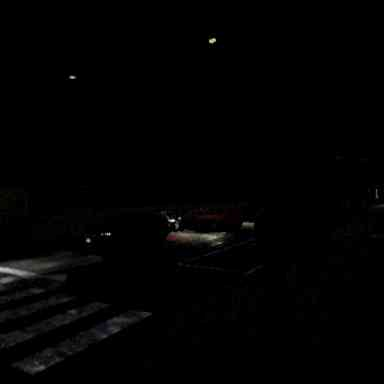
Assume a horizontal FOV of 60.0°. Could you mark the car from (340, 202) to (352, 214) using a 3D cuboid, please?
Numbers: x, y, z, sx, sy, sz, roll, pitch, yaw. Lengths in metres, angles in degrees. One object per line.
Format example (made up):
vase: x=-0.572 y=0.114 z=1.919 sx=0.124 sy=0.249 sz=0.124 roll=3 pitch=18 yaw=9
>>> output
car: x=18.752 y=2.263 z=42.032 sx=1.802 sy=1.307 sz=4.206 roll=-1 pitch=-1 yaw=30

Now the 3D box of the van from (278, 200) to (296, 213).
van: x=14.618 y=2.168 z=50.956 sx=1.690 sy=1.788 sz=3.998 roll=-1 pitch=-1 yaw=30

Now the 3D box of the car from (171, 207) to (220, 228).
car: x=0.401 y=1.920 z=26.175 sx=1.752 sy=1.417 sz=4.829 roll=0 pitch=-1 yaw=30

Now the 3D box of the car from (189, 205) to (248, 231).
car: x=2.041 y=1.836 z=23.936 sx=1.882 sy=1.535 sz=5.008 roll=0 pitch=-1 yaw=30

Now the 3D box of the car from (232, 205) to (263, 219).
car: x=6.139 y=2.113 z=36.174 sx=1.887 sy=1.381 sz=4.507 roll=0 pitch=-1 yaw=30

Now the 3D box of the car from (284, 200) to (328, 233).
car: x=7.447 y=1.653 z=22.333 sx=2.192 sy=1.841 sz=5.009 roll=0 pitch=-1 yaw=30

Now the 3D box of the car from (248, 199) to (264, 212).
car: x=7.333 y=1.740 z=33.150 sx=2.150 sy=2.045 sz=5.566 roll=0 pitch=-1 yaw=30

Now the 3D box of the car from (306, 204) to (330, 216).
car: x=16.230 y=2.237 z=42.725 sx=2.033 sy=1.411 sz=5.357 roll=0 pitch=-1 yaw=30

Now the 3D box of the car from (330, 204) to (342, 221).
car: x=13.099 y=2.091 z=32.180 sx=1.802 sy=1.307 sz=4.206 roll=0 pitch=-1 yaw=30

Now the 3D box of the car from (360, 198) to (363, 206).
car: x=33.835 y=2.613 z=69.149 sx=1.801 sy=1.575 sz=5.366 roll=0 pitch=-1 yaw=30

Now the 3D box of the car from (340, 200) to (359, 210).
car: x=24.405 y=2.420 z=51.885 sx=1.947 sy=1.339 sz=4.313 roll=-1 pitch=-1 yaw=30

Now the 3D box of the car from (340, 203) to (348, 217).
car: x=15.926 y=2.177 z=37.107 sx=1.802 sy=1.307 sz=4.206 roll=-1 pitch=-1 yaw=30

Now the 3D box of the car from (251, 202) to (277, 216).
car: x=8.965 y=2.094 z=41.102 sx=1.967 sy=1.590 sz=4.097 roll=0 pitch=-1 yaw=30

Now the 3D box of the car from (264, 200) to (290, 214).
car: x=11.792 y=2.055 z=46.030 sx=2.192 sy=1.841 sz=5.009 roll=-1 pitch=-1 yaw=30

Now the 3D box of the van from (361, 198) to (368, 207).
van: x=41.364 y=2.710 z=81.445 sx=1.690 sy=1.788 sz=3.998 roll=0 pitch=-1 yaw=30

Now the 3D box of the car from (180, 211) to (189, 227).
car: x=-2.341 y=1.862 z=21.396 sx=2.008 sy=1.369 sz=4.403 roll=0 pitch=-1 yaw=30

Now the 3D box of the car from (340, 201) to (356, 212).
car: x=21.579 y=2.318 z=46.959 sx=2.008 sy=1.369 sz=4.403 roll=-1 pitch=-1 yaw=30

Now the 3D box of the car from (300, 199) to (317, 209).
car: x=23.098 y=2.401 z=65.735 sx=2.192 sy=1.841 sz=5.009 roll=-1 pitch=-1 yaw=30

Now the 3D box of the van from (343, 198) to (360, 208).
van: x=27.232 y=2.281 z=56.815 sx=1.690 sy=1.788 sz=3.998 roll=-1 pitch=-1 yaw=30

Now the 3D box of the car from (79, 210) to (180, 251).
car: x=-2.902 y=1.700 z=15.316 sx=2.128 sy=1.511 sz=4.902 roll=0 pitch=-1 yaw=30

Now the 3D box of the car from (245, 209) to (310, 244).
car: x=4.620 y=1.797 z=17.403 sx=1.887 sy=1.381 sz=4.507 roll=0 pitch=-1 yaw=30
